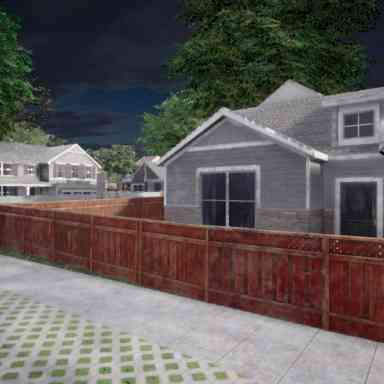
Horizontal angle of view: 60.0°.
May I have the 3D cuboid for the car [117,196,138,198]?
[{"bbox_3d":[-5.993,1.093,29.988,2.128,1.511,4.902,0,1,35],"label":"car"}]
